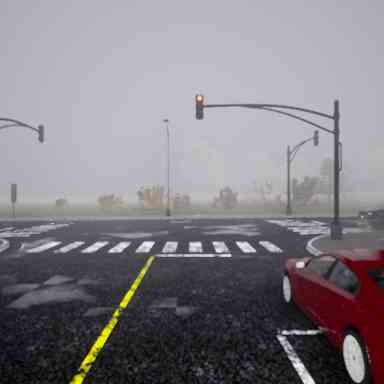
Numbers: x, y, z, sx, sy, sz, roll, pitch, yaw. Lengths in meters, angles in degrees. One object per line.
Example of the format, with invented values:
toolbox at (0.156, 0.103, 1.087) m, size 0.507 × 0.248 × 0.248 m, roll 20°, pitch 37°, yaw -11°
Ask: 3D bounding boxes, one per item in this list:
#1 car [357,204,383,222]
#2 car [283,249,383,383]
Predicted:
car at (14.755, 1.353, 23.643) m, size 5.357 × 1.411 × 2.033 m, roll -1°, pitch 0°, yaw 0°
car at (2.704, 1.544, 5.124) m, size 1.887 × 1.381 × 4.507 m, roll 0°, pitch 0°, yaw 0°
